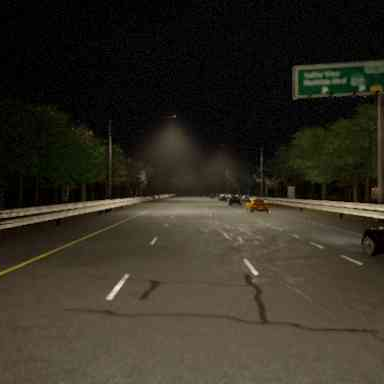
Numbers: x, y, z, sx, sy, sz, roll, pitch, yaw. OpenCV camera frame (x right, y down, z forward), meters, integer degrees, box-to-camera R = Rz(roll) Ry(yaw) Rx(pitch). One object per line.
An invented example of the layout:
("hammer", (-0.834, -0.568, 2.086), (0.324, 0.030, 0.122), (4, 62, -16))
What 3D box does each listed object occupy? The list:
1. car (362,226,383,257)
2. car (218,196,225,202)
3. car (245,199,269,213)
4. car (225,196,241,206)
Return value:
("car", (7.007, 1.489, 10.024), (2.128, 1.511, 4.902), (0, 0, 0))
("car", (7.083, 1.571, 77.341), (1.895, 1.301, 4.718), (0, 0, 0))
("car", (7.034, 1.479, 36.320), (1.882, 1.535, 5.008), (0, 0, 0))
("car", (7.055, 1.525, 55.862), (1.837, 1.490, 4.892), (0, 0, 0))
